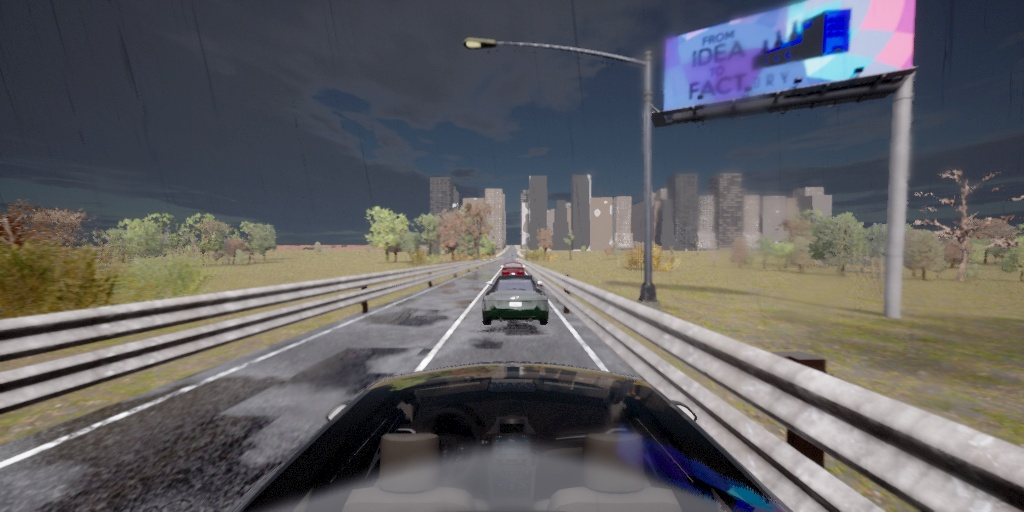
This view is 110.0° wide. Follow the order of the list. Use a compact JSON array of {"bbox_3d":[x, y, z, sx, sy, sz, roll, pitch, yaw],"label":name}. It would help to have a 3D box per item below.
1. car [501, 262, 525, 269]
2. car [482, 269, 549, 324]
[{"bbox_3d":[0.090,1.218,30.188,1.882,1.535,5.008,0,0,0],"label":"car"},{"bbox_3d":[0.097,1.310,11.976,1.994,1.385,4.181,0,0,0],"label":"car"}]
